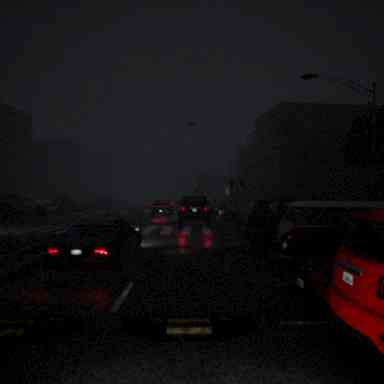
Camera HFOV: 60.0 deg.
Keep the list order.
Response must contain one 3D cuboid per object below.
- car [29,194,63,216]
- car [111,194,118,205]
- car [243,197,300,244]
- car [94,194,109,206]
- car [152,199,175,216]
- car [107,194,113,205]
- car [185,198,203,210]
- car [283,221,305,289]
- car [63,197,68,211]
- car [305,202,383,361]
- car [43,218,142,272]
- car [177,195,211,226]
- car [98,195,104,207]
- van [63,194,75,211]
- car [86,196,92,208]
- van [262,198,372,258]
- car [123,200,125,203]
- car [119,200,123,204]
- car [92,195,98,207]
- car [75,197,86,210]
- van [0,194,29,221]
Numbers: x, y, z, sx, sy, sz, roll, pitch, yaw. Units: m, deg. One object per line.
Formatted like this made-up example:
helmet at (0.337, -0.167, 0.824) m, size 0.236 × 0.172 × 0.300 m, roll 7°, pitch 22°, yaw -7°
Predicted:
car at (-15.884, 1.192, 31.854) m, size 5.566 × 2.045 × 2.435 m, roll 0°, pitch 0°, yaw 0°
car at (-16.017, 1.322, 56.664) m, size 5.566 × 2.045 × 2.435 m, roll 0°, pitch -1°, yaw 0°
car at (4.755, 1.235, 12.733) m, size 5.566 × 2.045 × 2.435 m, roll 0°, pitch 0°, yaw 0°
car at (-15.966, 1.519, 51.149) m, size 5.008 × 1.535 × 2.097 m, roll 0°, pitch 0°, yaw 0°
car at (-2.806, 1.457, 32.430) m, size 1.837 × 1.490 × 4.892 m, roll 0°, pitch 0°, yaw 0°
car at (-15.984, 1.544, 53.905) m, size 5.008 × 1.535 × 2.097 m, roll 0°, pitch -1°, yaw 0°
car at (0.181, 1.512, 42.851) m, size 2.033 × 1.411 × 5.357 m, roll 0°, pitch 0°, yaw -2°
car at (4.689, 1.518, 7.050) m, size 4.792 × 1.488 × 2.163 m, roll 0°, pitch 0°, yaw 0°
car at (-15.924, 1.484, 34.613) m, size 4.674 × 1.452 × 2.002 m, roll 0°, pitch 0°, yaw 0°
car at (4.741, 1.236, 4.397) m, size 5.566 × 2.045 × 2.435 m, roll 0°, pitch 0°, yaw 0°
car at (-2.897, 1.555, 10.838) m, size 2.033 × 1.411 × 5.357 m, roll 0°, pitch 0°, yaw 0°
car at (0.153, 1.204, 23.282) m, size 2.150 × 2.045 × 5.566 m, roll 0°, pitch 0°, yaw 0°
car at (-15.968, 1.498, 48.393) m, size 4.892 × 1.521 × 2.231 m, roll 0°, pitch 0°, yaw 0°
van at (-16.045, 1.221, 37.490) m, size 4.442 × 1.987 × 1.878 m, roll 0°, pitch 0°, yaw 0°
car at (-15.916, 1.494, 42.881) m, size 4.792 × 1.488 × 2.163 m, roll 0°, pitch 0°, yaw 0°
van at (4.604, 1.263, 9.956) m, size 4.442 × 1.987 × 1.878 m, roll 0°, pitch 0°, yaw 0°
car at (-15.827, 1.678, 64.929) m, size 5.366 × 1.575 × 1.946 m, roll 0°, pitch -1°, yaw 0°
car at (-16.008, 1.682, 62.171) m, size 4.674 × 1.452 × 2.002 m, roll 0°, pitch -1°, yaw 0°
car at (-15.961, 1.480, 45.637) m, size 4.892 × 1.521 × 2.231 m, roll 0°, pitch 0°, yaw 0°
car at (-15.943, 1.454, 40.125) m, size 5.008 × 1.535 × 2.097 m, roll 0°, pitch 0°, yaw 0°
van at (-15.779, 1.228, 26.343) m, size 4.442 × 1.987 × 1.878 m, roll 0°, pitch 0°, yaw 0°
